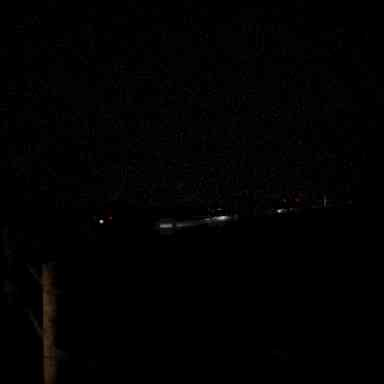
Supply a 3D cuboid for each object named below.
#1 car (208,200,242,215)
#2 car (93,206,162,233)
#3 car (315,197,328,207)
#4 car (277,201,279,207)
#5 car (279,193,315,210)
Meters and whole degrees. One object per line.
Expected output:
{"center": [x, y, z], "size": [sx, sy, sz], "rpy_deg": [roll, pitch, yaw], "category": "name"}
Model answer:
{"center": [3.451, 1.577, 33.985], "size": [1.837, 1.490, 4.892], "rpy_deg": [-3, -2, 36], "category": "car"}
{"center": [-3.621, 1.521, 19.213], "size": [1.994, 1.385, 4.181], "rpy_deg": [-3, -2, 36], "category": "car"}
{"center": [19.774, 1.530, 51.905], "size": [2.033, 1.411, 5.357], "rpy_deg": [-3, -2, 36], "category": "car"}
{"center": [14.605, 1.403, 49.419], "size": [2.150, 2.045, 5.566], "rpy_deg": [-3, -2, 36], "category": "car"}
{"center": [13.722, 1.193, 43.390], "size": [2.150, 2.045, 5.566], "rpy_deg": [-3, -2, 36], "category": "car"}
